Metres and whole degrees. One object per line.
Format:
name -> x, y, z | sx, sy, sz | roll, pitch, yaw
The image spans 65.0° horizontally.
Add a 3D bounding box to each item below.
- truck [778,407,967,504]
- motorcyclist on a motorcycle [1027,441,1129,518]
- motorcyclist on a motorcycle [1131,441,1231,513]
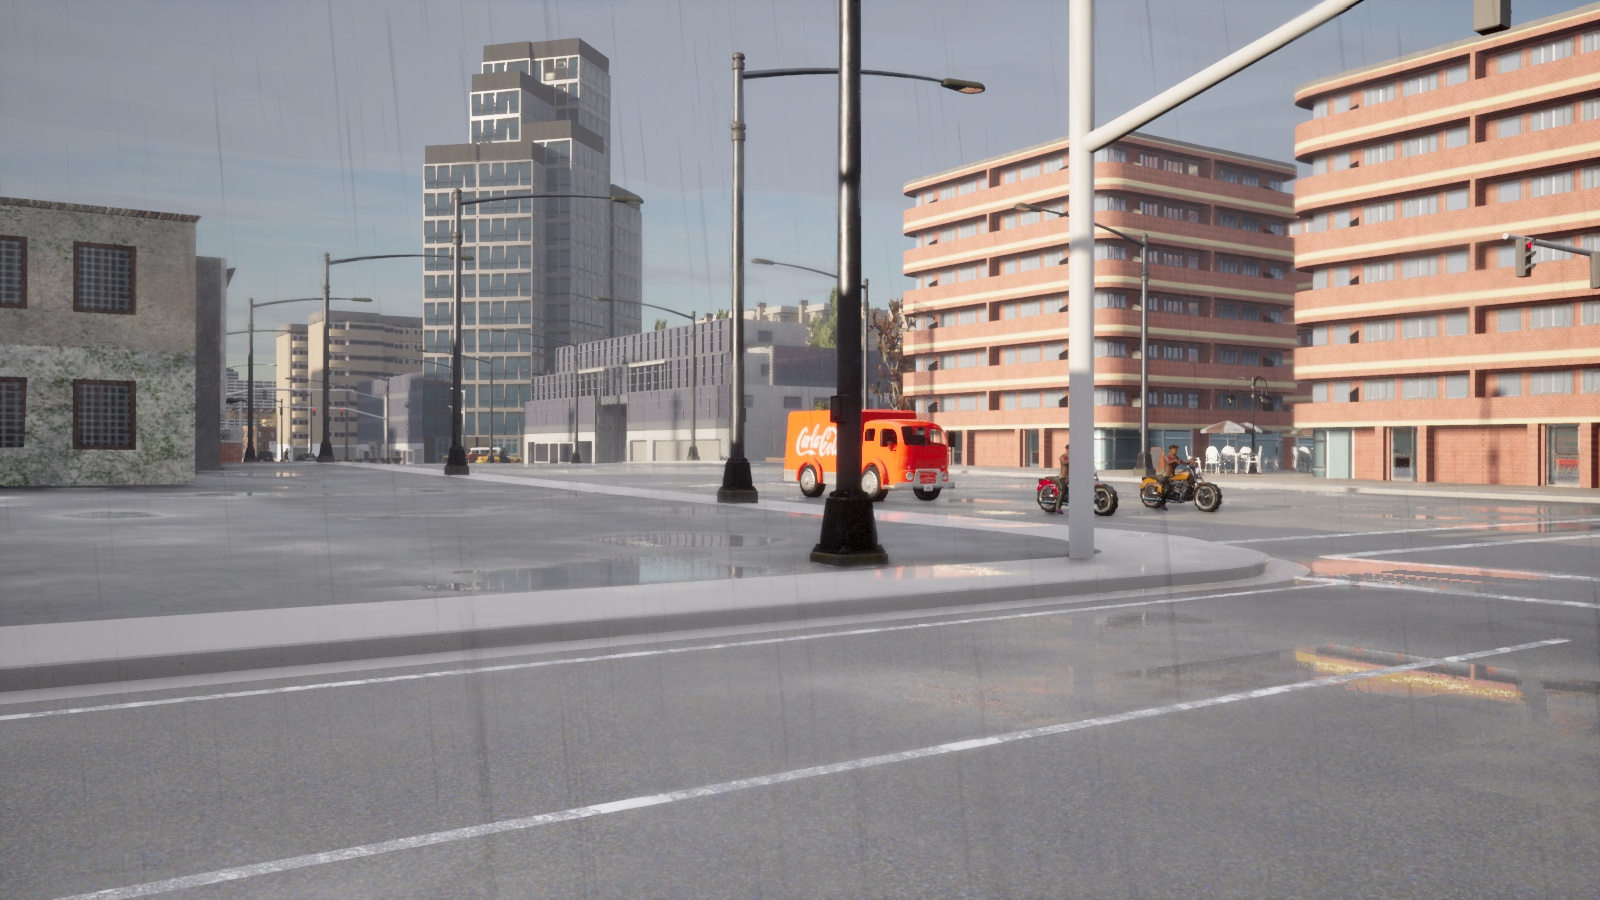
truck -> 1.902, 0.109, 34.905 | 2.627, 2.467, 5.204 | 0, 1, -34
motorcyclist on a motorcycle -> 6.251, 0.630, 28.386 | 0.766, 1.649, 2.350 | 0, 1, -34
motorcyclist on a motorcycle -> 9.174, 0.625, 30.311 | 0.766, 1.649, 2.350 | 0, 1, -34
